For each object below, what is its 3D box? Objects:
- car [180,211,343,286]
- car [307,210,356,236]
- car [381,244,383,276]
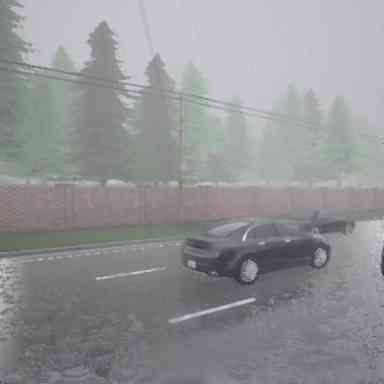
[{"bbox_3d":[1.973,1.492,9.441,4.892,1.490,1.837,0,0,-35],"label":"car"},{"bbox_3d":[6.203,1.577,16.737,4.718,1.301,1.895,0,0,-35],"label":"car"},{"bbox_3d":[6.940,1.337,8.674,4.553,1.767,2.097,0,0,-35],"label":"car"}]
